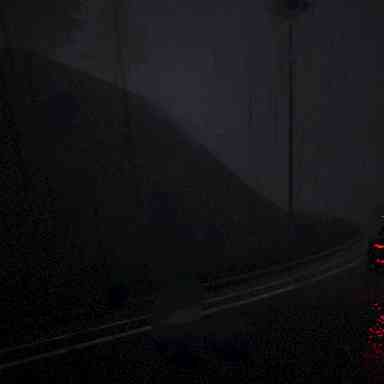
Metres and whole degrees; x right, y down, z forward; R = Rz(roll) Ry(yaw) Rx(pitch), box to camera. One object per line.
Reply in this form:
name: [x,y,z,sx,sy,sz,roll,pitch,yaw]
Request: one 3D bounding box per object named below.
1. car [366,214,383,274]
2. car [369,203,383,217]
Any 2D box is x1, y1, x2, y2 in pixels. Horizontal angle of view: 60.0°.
car: [6.588,1.510,9.644,1.837,1.490,4.892,0,0,43]
car: [14.630,1.488,24.580,1.882,1.535,5.008,0,0,16]
